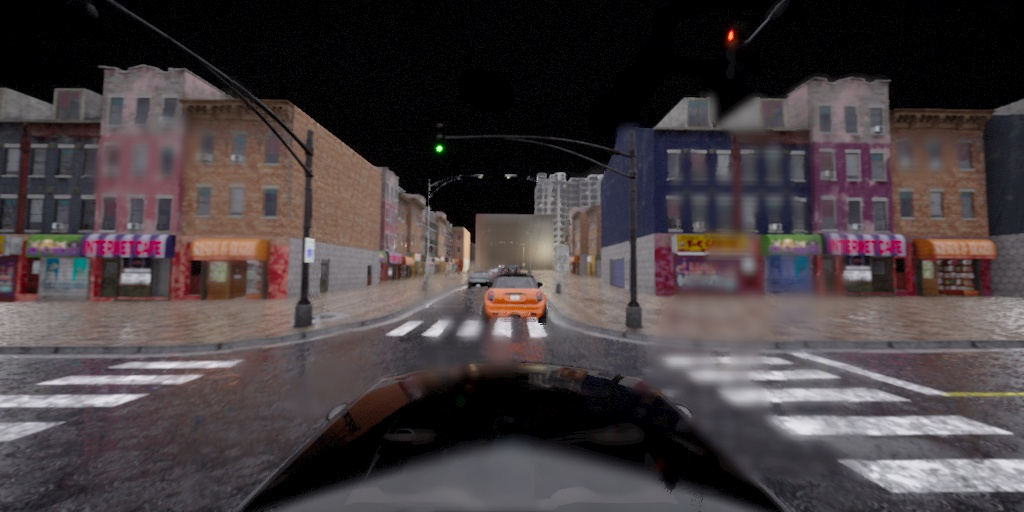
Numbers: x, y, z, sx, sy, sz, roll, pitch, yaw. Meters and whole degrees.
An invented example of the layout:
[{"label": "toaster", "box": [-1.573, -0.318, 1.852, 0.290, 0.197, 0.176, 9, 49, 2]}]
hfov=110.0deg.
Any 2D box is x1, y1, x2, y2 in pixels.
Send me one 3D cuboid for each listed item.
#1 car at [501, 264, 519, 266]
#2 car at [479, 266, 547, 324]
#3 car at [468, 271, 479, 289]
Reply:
[{"label": "car", "box": [0.072, 2.060, 48.019, 2.150, 2.045, 5.566, 1, -1, 1]}, {"label": "car", "box": [0.107, 1.407, 13.608, 2.097, 1.767, 4.553, 1, -1, 0]}, {"label": "car", "box": [-2.624, 1.961, 29.855, 1.948, 1.339, 4.313, 0, 0, 0]}]
